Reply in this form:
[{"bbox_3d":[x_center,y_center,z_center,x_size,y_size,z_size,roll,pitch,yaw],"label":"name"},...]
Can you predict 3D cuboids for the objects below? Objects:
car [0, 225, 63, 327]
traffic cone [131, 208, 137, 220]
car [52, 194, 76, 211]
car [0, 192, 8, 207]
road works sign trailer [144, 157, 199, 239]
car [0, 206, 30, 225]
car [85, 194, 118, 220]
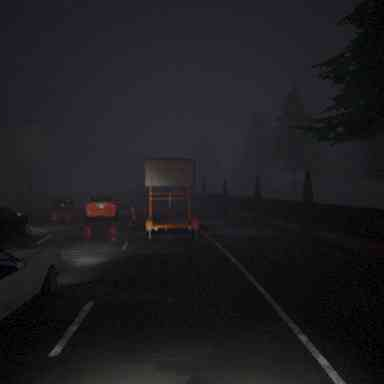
[{"bbox_3d":[-3.668,1.512,5.183,1.895,1.301,4.718,0,1,-3],"label":"car"},{"bbox_3d":[-3.866,1.564,22.279,0.340,0.580,0.340,0,1,-11],"label":"traffic cone"},{"bbox_3d":[-12.283,0.942,31.867,2.128,1.511,4.902,0,1,-18],"label":"car"},{"bbox_3d":[-22.334,0.834,38.074,1.882,1.535,5.008,0,1,-24],"label":"car"},{"bbox_3d":[-1.066,0.185,15.669,2.380,3.560,2.880,0,1,-11],"label":"road works sign trailer"},{"bbox_3d":[-7.923,1.259,12.863,1.882,1.535,5.008,0,1,-7],"label":"car"},{"bbox_3d":[-6.353,0.939,23.663,2.097,1.767,4.553,0,1,-13],"label":"car"}]
